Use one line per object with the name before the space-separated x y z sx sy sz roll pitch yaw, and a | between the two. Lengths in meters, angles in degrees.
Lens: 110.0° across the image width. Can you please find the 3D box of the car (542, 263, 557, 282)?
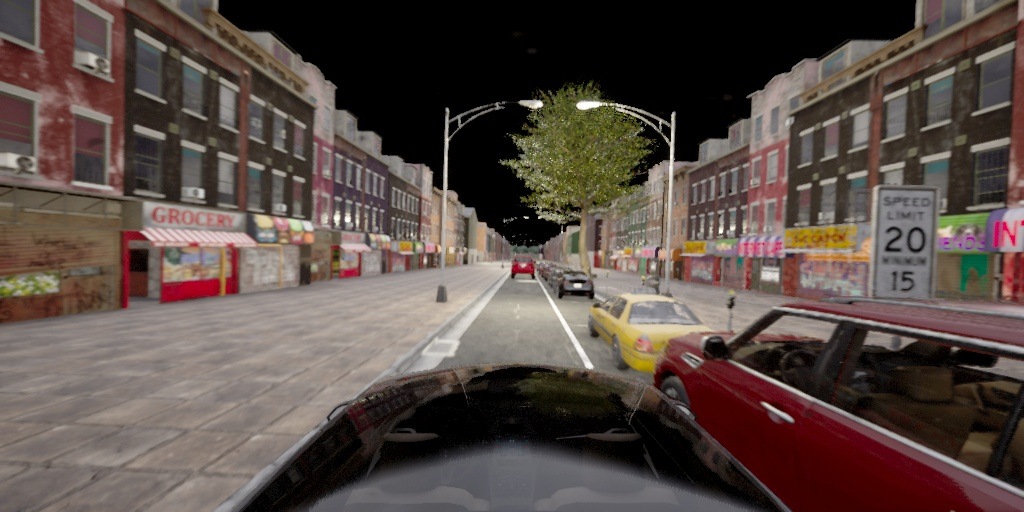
car | 3.299 1.407 24.206 2.007 1.370 4.403 0 0 2

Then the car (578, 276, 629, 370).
car | 2.731 1.361 7.749 1.751 1.417 4.829 0 0 2

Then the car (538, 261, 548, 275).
car | 3.681 1.419 35.290 1.888 1.381 4.507 0 0 2

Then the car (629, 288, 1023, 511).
car | 2.534 1.144 2.036 2.192 1.841 5.009 0 0 2

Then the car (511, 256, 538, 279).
car | 1.066 1.008 33.573 2.150 2.045 5.566 2 0 3

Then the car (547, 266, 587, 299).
car | 3.108 1.414 18.663 1.948 1.339 4.313 0 0 2

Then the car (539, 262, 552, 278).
car | 3.490 1.446 29.748 1.802 1.307 4.207 0 0 2
